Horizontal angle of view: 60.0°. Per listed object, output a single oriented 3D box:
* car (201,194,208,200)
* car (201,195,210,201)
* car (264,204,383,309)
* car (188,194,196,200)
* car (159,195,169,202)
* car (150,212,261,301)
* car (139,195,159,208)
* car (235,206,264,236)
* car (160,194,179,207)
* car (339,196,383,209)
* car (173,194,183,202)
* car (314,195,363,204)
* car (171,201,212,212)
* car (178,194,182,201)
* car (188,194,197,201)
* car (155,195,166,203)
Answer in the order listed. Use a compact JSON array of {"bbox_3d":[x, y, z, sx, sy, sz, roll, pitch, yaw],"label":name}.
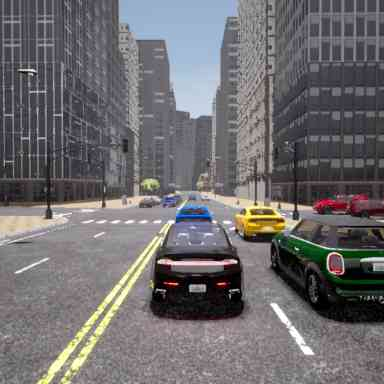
[{"bbox_3d":[3.330,1.337,90.640,1.895,1.301,4.718,0,0,0],"label":"car"},{"bbox_3d":[3.322,1.513,80.638,1.895,1.301,4.718,0,0,0],"label":"car"},{"bbox_3d":[3.356,1.348,8.016,2.097,1.767,4.553,0,0,0],"label":"car"},{"bbox_3d":[0.080,1.267,90.614,2.128,1.511,4.902,0,0,0],"label":"car"},{"bbox_3d":[-6.432,1.482,77.962,1.994,1.385,4.181,0,0,0],"label":"car"},{"bbox_3d":[0.105,1.488,8.304,2.128,1.511,4.902,0,0,0],"label":"car"},{"bbox_3d":[-6.542,1.513,49.076,2.033,1.411,5.357,0,0,0],"label":"car"},{"bbox_3d":[3.363,1.469,17.196,1.882,1.535,5.008,0,0,0],"label":"car"},{"bbox_3d":[-3.297,1.491,49.504,1.812,1.442,4.674,0,0,0],"label":"car"},{"bbox_3d":[16.226,1.519,29.392,5.009,1.841,2.192,1,0,1],"label":"car"},{"bbox_3d":[-3.183,1.286,77.128,2.097,1.767,4.553,0,0,0],"label":"car"},{"bbox_3d":[15.737,1.327,35.175,5.566,2.045,2.150,1,1,1],"label":"car"},{"bbox_3d":[0.118,1.468,17.809,1.882,1.535,5.008,0,0,1],"label":"car"},{"bbox_3d":[-3.274,1.519,58.249,1.994,1.385,4.181,0,0,1],"label":"car"},{"bbox_3d":[0.071,1.273,80.581,2.097,1.767,4.553,0,0,0],"label":"car"},{"bbox_3d":[-6.449,1.448,67.984,1.837,1.490,4.892,0,0,0],"label":"car"}]
